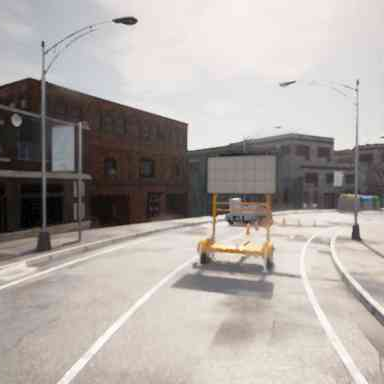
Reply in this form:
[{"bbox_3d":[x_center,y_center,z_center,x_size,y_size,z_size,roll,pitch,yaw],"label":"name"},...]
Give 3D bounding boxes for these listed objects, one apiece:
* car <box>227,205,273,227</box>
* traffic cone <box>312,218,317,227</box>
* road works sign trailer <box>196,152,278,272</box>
[{"bbox_3d":[4.143,1.613,23.541,1.994,1.385,4.181,1,0,35],"label":"car"},{"bbox_3d":[8.276,2.068,22.411,0.340,0.580,0.340,1,0,24],"label":"traffic cone"},{"bbox_3d":[1.666,0.495,11.156,2.380,3.560,2.880,0,0,22],"label":"road works sign trailer"}]
